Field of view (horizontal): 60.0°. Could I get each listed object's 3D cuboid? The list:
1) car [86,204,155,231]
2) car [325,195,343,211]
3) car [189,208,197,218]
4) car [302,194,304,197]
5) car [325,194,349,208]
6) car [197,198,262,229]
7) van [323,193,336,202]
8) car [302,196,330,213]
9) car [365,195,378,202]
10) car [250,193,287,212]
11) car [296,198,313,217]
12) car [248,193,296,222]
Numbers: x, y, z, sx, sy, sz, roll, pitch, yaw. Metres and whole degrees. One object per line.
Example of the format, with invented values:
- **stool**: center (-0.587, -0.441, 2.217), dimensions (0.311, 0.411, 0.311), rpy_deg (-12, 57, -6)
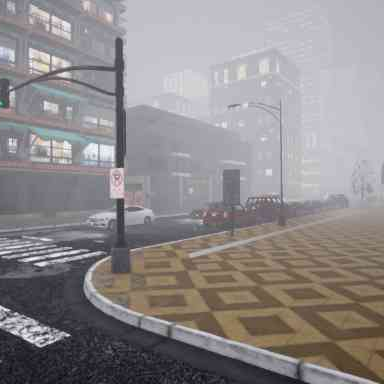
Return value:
- **car**: center (-4.303, 1.515, 20.734), dimensions (1.812, 1.442, 4.674), rpy_deg (-1, 0, 36)
- **car**: center (15.686, 1.415, 38.794), dimensions (2.008, 1.369, 4.403), rpy_deg (-1, 0, 36)
- **car**: center (1.986, 1.514, 29.291), dimensions (2.033, 1.411, 5.357), rpy_deg (-1, 0, 36)
- **car**: center (22.481, 1.439, 61.352), dimensions (1.752, 1.417, 4.829), rpy_deg (-1, 0, 36)
- **car**: center (18.995, 1.167, 43.302), dimensions (2.192, 1.841, 5.009), rpy_deg (-1, 0, 36)
- **car**: center (2.439, 1.352, 20.765), dimensions (1.967, 1.590, 4.097), rpy_deg (-1, 0, 36)
- **van**: center (29.203, 1.229, 70.504), dimensions (1.690, 1.788, 3.998), rpy_deg (-1, 0, 36)
- **car**: center (12.375, 1.421, 34.287), dimensions (1.887, 1.381, 4.507), rpy_deg (-1, 0, 36)
- **car**: center (35.555, 1.333, 65.838), dimensions (1.887, 1.381, 4.507), rpy_deg (-1, 0, 36)
- **car**: center (8.986, 1.160, 38.803), dimensions (2.150, 2.045, 5.566), rpy_deg (-1, 0, 37)
- **car**: center (9.064, 1.470, 29.779), dimensions (1.802, 1.307, 4.206), rpy_deg (-1, 0, 36)
- **car**: center (5.750, 1.215, 25.273), dimensions (2.192, 1.841, 5.009), rpy_deg (-1, 0, 36)
